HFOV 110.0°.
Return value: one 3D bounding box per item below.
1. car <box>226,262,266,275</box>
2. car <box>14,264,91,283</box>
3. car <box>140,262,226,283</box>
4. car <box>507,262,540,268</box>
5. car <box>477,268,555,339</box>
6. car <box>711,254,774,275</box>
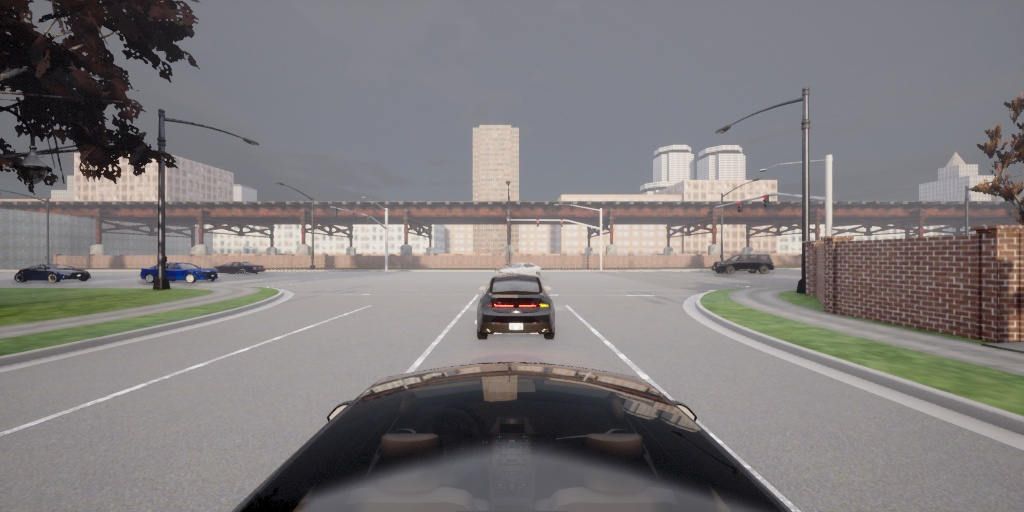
[{"bbox_3d":[-29.263,1.297,38.092,5.357,1.411,2.033,0,0,2],"label":"car"},{"bbox_3d":[-35.254,1.314,27.600,4.181,1.385,1.994,0,0,2],"label":"car"},{"bbox_3d":[-25.226,1.228,27.291,5.008,1.535,1.882,0,0,2],"label":"car"},{"bbox_3d":[0.654,1.260,29.988,1.812,1.442,4.674,-1,0,41],"label":"car"},{"bbox_3d":[0.093,1.256,10.060,1.837,1.490,4.892,0,0,0],"label":"car"},{"bbox_3d":[23.554,0.835,36.664,5.566,2.045,2.150,-1,0,3],"label":"car"}]
